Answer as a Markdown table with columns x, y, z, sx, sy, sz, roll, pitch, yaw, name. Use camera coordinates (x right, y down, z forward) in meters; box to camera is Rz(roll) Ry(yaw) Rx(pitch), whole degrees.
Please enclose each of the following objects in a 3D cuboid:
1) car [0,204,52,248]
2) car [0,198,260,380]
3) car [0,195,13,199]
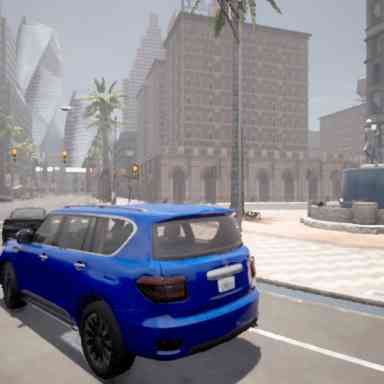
| x | y | z | sx | sy | sz | roll | pitch | yaw | name |
| --- | --- | --- | --- | --- | --- | --- | --- | --- | --- |
| -7.772 | 1.467 | 15.991 | 1.882 | 1.535 | 5.008 | 0 | 0 | -23 | car |
| -1.503 | 1.214 | 5.839 | 5.566 | 2.045 | 2.150 | -1 | -1 | 44 | car |
| -39.171 | 1.465 | 70.241 | 2.161 | 1.482 | 4.786 | 0 | 0 | -18 | car |
